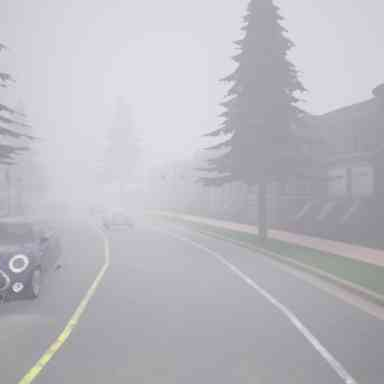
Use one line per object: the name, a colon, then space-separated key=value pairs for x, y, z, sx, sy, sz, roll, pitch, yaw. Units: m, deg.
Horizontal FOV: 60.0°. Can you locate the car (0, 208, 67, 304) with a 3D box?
car: x=-4.690 y=1.472 z=8.434 sx=2.097 sy=1.767 sz=4.553 roll=0 pitch=-1 yaw=-12

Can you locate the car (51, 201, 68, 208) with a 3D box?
car: x=-19.736 y=2.136 z=49.462 sx=1.837 sy=1.490 sz=4.892 roll=0 pitch=-1 yaw=-25

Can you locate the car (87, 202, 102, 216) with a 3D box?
car: x=-11.390 y=1.959 z=39.588 sx=2.128 sy=1.511 sz=4.902 roll=0 pitch=-1 yaw=-23

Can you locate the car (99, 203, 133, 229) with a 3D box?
car: x=-5.408 y=1.795 z=23.862 sx=1.812 sy=1.442 sz=4.674 roll=0 pitch=0 yaw=-18
